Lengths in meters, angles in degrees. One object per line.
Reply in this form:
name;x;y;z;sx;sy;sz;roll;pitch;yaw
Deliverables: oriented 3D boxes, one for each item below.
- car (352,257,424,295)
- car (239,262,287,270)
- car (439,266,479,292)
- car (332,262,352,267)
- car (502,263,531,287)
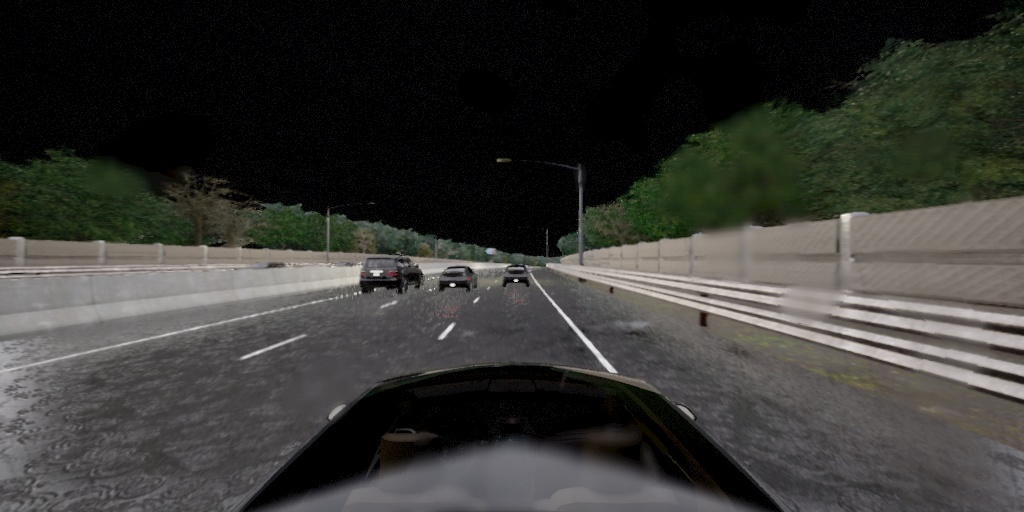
car;-6.808;1.067;20.821;2.150;2.045;5.566;0;-1;1
car;-20.754;1.277;29.912;2.097;1.767;4.553;0;-1;2
car;-3.256;1.377;22.343;1.837;1.490;4.892;0;-1;1
car;-23.592;1.655;50.123;1.837;1.490;4.892;0;-1;3
car;0.330;1.441;26.882;1.837;1.490;4.892;0;-1;1
